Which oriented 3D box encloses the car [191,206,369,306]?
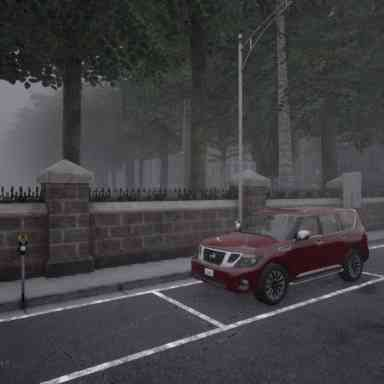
[{"bbox_3d":[2.393,1.314,8.238,5.009,1.841,2.192,0,0,-35],"label":"car"}]
